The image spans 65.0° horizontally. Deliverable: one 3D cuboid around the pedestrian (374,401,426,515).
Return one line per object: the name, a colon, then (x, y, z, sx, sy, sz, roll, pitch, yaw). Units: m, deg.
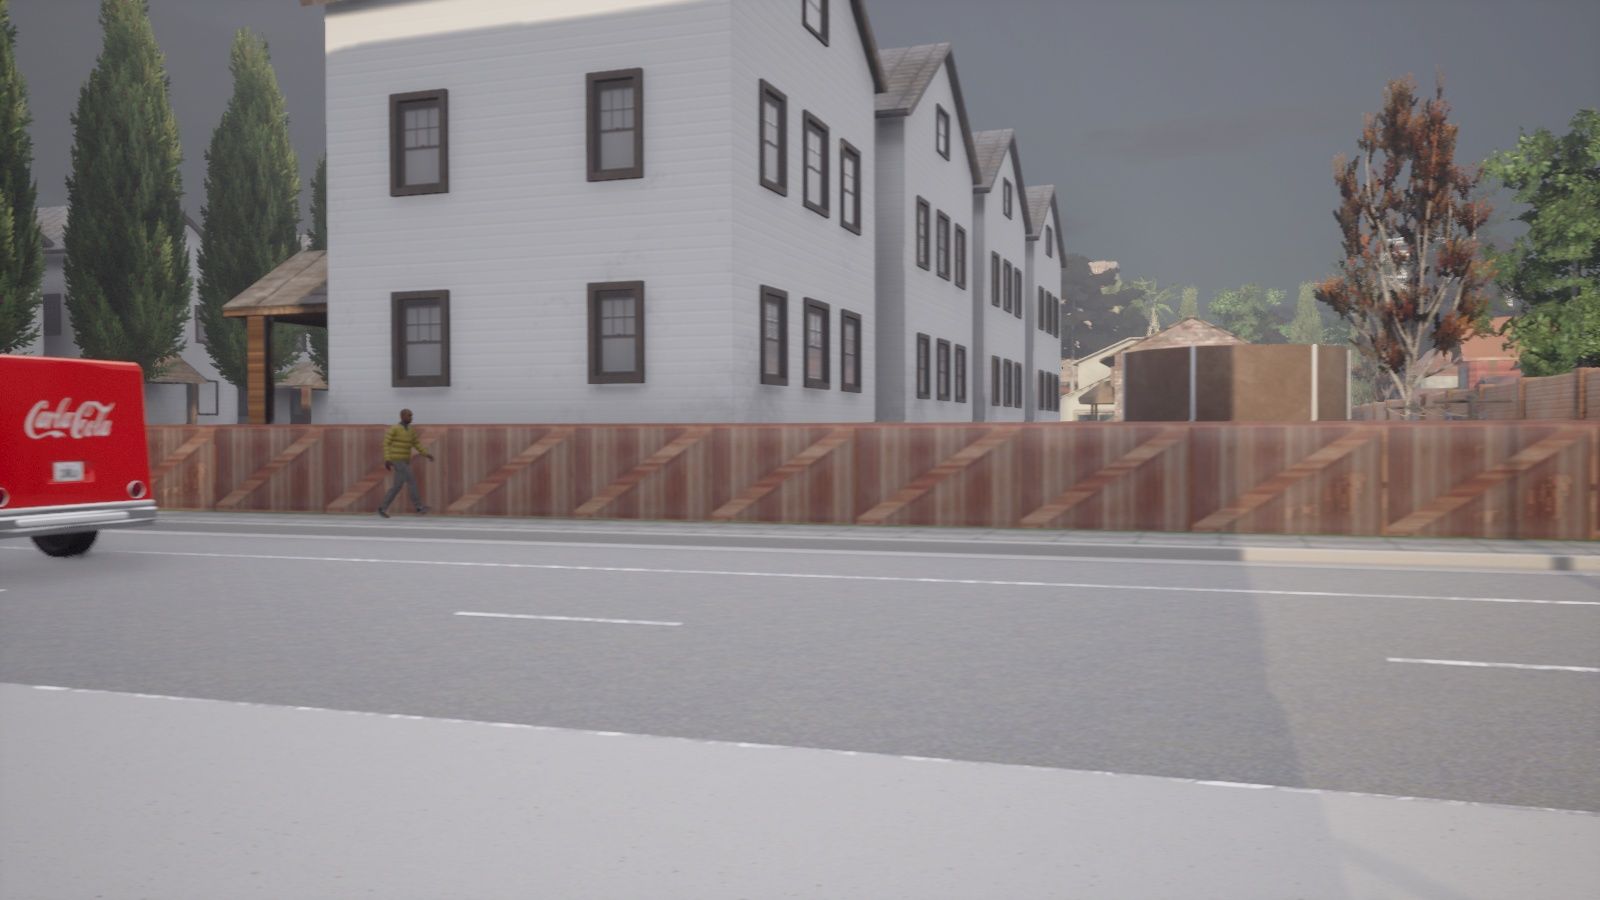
pedestrian: (-6.514, 0.129, 20.475, 0.726, 1.835, 0.370, 1, 1, 19)

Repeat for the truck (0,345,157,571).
truck: (-10.947, 0.053, 15.309, 5.204, 2.467, 2.627, 1, 1, 19)
